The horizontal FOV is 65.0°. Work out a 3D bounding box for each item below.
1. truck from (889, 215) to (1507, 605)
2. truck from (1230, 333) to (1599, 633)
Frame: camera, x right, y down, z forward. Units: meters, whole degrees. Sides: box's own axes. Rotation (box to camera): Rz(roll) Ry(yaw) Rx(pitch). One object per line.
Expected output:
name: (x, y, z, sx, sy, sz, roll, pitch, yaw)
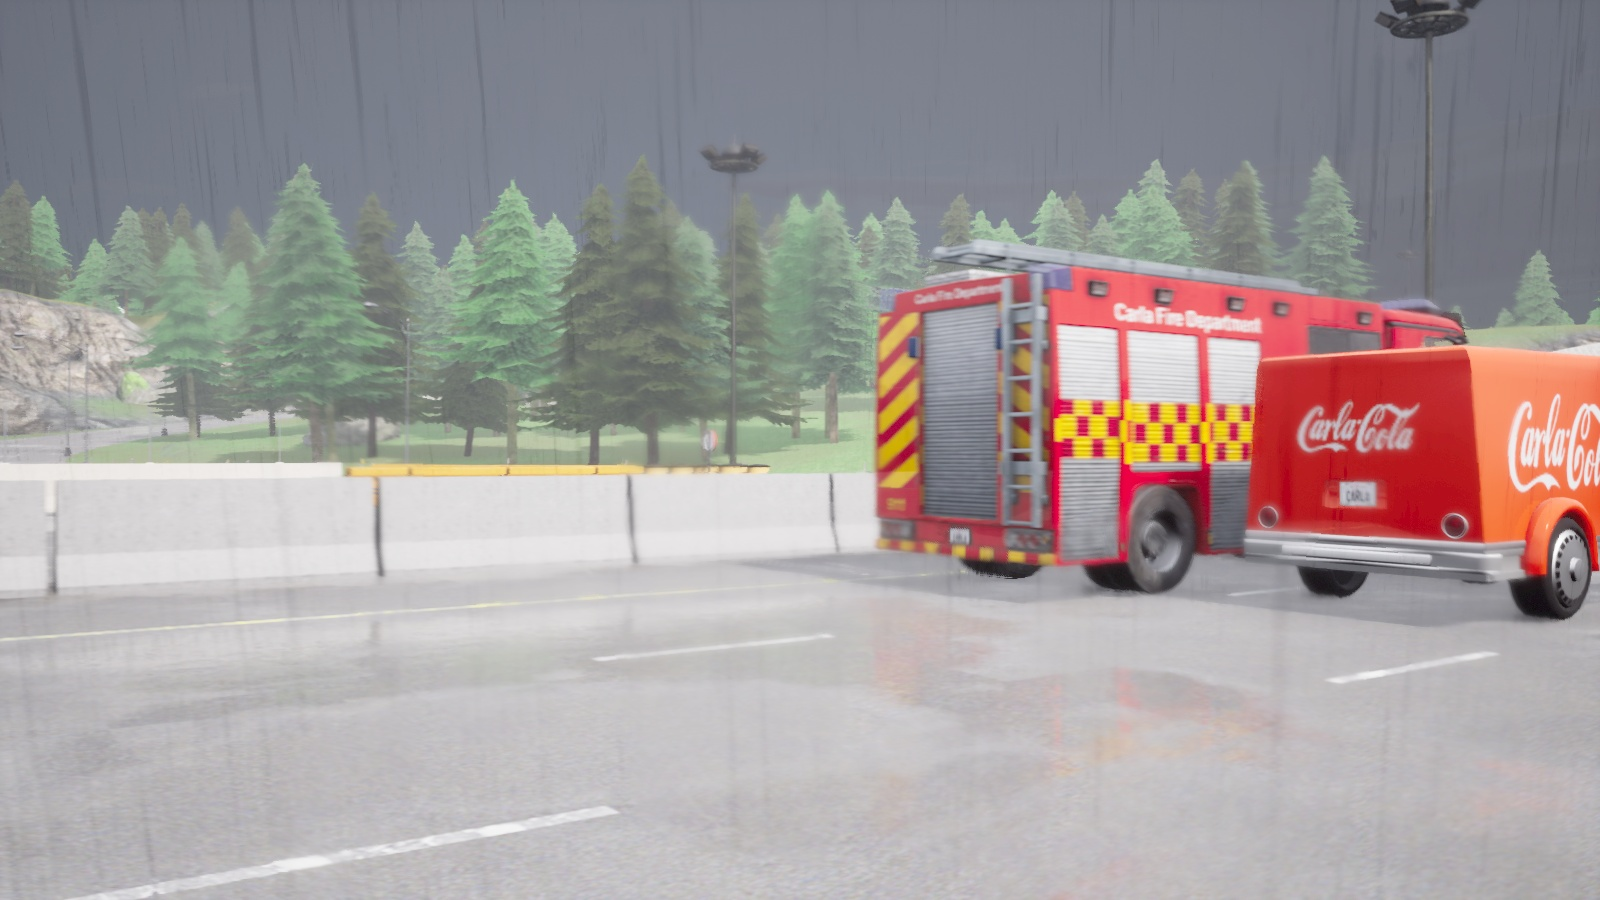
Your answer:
truck: (5.344, -0.392, 15.912, 8.468, 3.827, 2.891, 0, 0, -35)
truck: (7.168, 0.275, 12.914, 5.204, 2.467, 2.627, 0, 0, -35)
